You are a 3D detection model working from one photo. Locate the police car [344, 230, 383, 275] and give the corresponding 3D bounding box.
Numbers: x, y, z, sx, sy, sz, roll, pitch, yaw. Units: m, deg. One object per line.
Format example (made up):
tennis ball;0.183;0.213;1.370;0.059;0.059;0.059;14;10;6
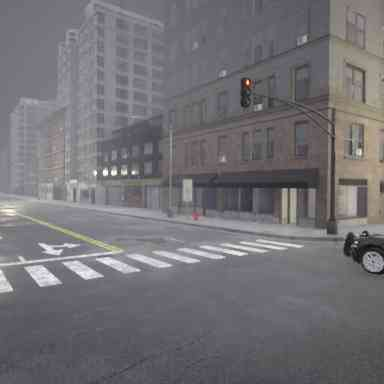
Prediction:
police car;6.417;1.401;8.098;1.930;1.638;5.238;0;1;-35
